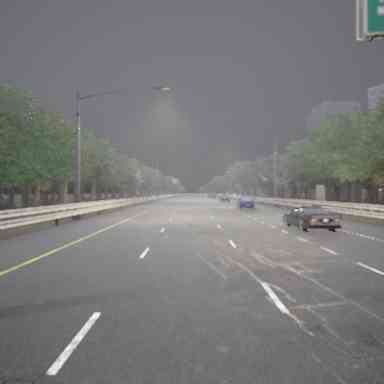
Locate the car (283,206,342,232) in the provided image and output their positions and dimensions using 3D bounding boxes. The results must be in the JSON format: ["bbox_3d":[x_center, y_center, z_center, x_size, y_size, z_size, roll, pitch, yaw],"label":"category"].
[{"bbox_3d":[7.011,1.553,19.938,2.033,1.411,5.357,0,0,0],"label":"car"}]

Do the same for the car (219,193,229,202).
[{"bbox_3d":[7.050,1.395,73.584,2.097,1.767,4.553,0,0,0],"label":"car"}]

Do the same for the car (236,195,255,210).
[{"bbox_3d":[7.022,1.509,44.094,1.882,1.535,5.008,0,0,0],"label":"car"}]
